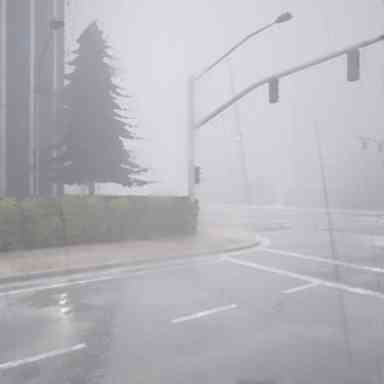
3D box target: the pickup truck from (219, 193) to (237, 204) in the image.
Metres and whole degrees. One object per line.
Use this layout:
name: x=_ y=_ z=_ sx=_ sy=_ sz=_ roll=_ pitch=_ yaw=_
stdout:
pickup truck: x=6.671 y=1.187 z=62.054 sx=2.390 sy=2.098 sz=6.274 roll=0 pitch=0 yaw=-6
